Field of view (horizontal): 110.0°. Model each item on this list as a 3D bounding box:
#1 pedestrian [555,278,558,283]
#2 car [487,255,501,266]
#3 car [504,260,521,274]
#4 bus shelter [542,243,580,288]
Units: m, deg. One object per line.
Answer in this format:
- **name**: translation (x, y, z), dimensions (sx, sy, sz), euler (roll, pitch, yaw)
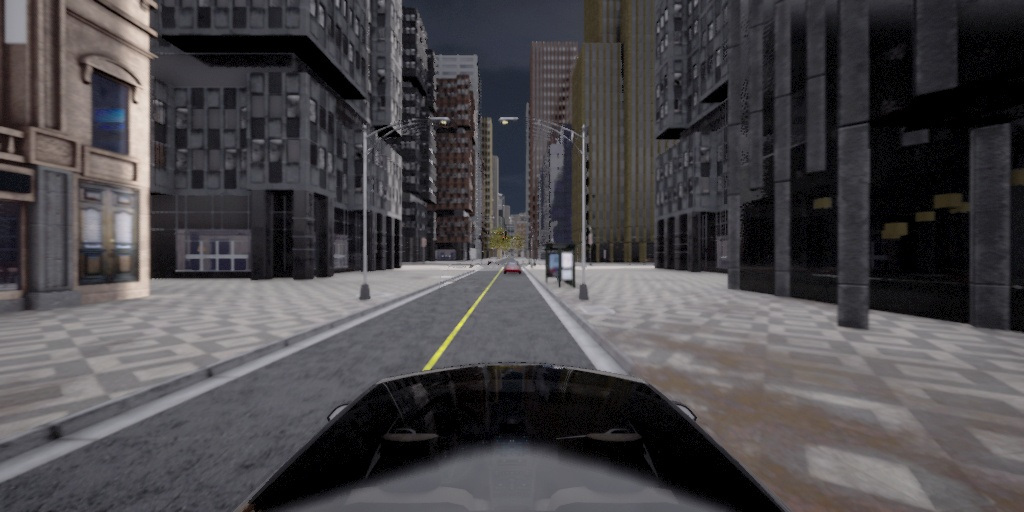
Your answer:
- **pedestrian**: translation (3.111, 0.883, 24.702), dimensions (0.375, 1.860, 0.375), euler (0, 0, -10)
- **car**: translation (-3.007, 0.682, 59.943), dimensions (2.097, 1.767, 4.553), euler (0, 0, 0)
- **car**: translation (0.067, 1.294, 40.959), dimensions (1.994, 1.385, 4.181), euler (0, 0, 1)
- **bus shelter**: translation (3.132, 0.618, 22.945), dimensions (1.920, 2.740, 3.880), euler (0, 0, 0)
